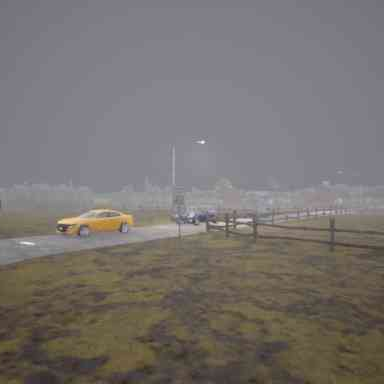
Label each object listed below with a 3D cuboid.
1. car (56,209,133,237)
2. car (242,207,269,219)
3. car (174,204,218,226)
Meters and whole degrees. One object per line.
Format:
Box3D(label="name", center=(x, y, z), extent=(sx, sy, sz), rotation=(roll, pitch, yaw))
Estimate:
Box3D(label="car", center=(-5.893, 1.852, 20.642), extent=(1.882, 1.535, 5.008), rotation=(-1, -2, 35))
Box3D(label="car", center=(7.603, 2.497, 39.617), extent=(1.994, 1.385, 4.181), rotation=(-1, -2, 36))
Box3D(label="car", center=(0.423, 1.982, 29.536), extent=(2.097, 1.767, 4.553), rotation=(-1, -2, 35))
